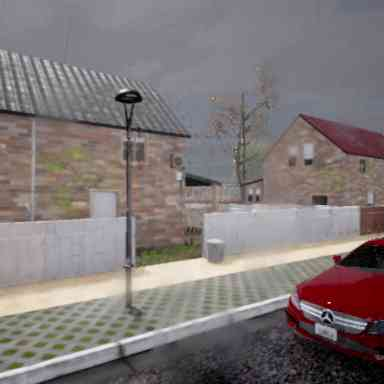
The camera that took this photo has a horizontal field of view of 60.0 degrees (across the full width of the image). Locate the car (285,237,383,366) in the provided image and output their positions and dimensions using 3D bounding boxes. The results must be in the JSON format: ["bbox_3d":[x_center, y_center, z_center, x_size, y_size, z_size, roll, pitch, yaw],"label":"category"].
[{"bbox_3d":[3.598,1.535,5.617,4.674,1.442,1.812,0,0,-36],"label":"car"}]
